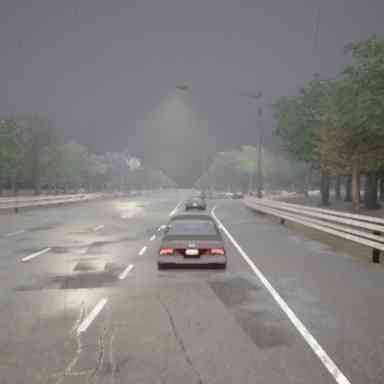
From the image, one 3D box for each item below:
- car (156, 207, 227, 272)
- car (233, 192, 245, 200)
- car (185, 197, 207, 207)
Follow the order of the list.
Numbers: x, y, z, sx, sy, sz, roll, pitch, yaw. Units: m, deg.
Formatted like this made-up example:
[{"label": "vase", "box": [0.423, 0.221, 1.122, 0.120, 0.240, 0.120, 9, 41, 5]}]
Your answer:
[{"label": "car", "box": [-0.004, 1.416, 10.274, 2.033, 1.411, 5.357, 0, 1, 0]}, {"label": "car", "box": [9.399, 0.710, 64.539, 1.812, 1.442, 4.674, 0, 1, 27]}, {"label": "car", "box": [0.466, 1.139, 33.724, 1.994, 1.385, 4.181, 0, 1, 5]}]
